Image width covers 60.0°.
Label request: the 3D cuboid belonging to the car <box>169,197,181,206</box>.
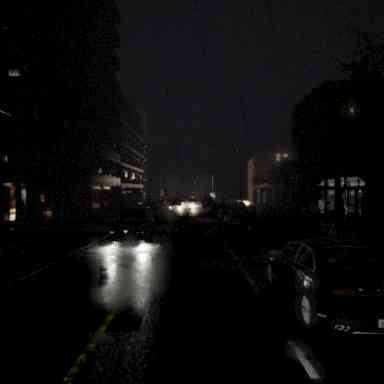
[{"bbox_3d":[-2.960,1.785,60.039,1.882,1.535,5.008,0,0,1],"label":"car"}]

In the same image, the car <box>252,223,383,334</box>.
[{"bbox_3d":[2.691,1.586,6.757,2.008,1.369,4.403,-1,0,0],"label":"car"}]

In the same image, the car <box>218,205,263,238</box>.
[{"bbox_3d":[2.706,1.638,18.112,1.887,1.381,4.507,-1,0,0],"label":"car"}]

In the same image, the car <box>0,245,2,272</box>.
[{"bbox_3d":[-5.691,1.602,6.797,1.947,1.339,4.313,-1,0,0],"label":"car"}]

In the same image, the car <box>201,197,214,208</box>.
[{"bbox_3d":[2.752,1.833,52.177,1.947,1.339,4.313,-1,0,0],"label":"car"}]

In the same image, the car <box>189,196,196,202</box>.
[{"bbox_3d":[0.115,1.822,85.445,2.128,1.511,4.902,0,0,0],"label":"car"}]

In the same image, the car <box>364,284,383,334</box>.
[{"bbox_3d":[2.683,1.572,1.080,1.947,1.339,4.313,-1,0,0],"label":"car"}]

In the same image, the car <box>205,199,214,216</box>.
[{"bbox_3d":[2.729,1.746,35.144,1.947,1.339,4.313,-1,0,0],"label":"car"}]

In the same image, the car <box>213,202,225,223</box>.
[{"bbox_3d":[2.713,1.648,23.960,1.752,1.417,4.829,-1,0,0],"label":"car"}]

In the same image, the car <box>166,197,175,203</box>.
[{"bbox_3d":[-5.583,1.984,86.281,1.887,1.381,4.507,-1,0,0],"label":"car"}]

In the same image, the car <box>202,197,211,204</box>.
[{"bbox_3d":[3.099,1.879,73.254,1.837,1.490,4.892,0,0,0],"label":"car"}]

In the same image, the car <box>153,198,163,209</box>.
[{"bbox_3d":[-5.638,1.679,46.540,1.967,1.590,4.097,-1,0,0],"label":"car"}]

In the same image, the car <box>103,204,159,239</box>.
[{"bbox_3d":[-3.075,1.597,17.868,1.837,1.490,4.892,0,0,0],"label":"car"}]

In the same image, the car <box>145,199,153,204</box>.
[{"bbox_3d":[-5.653,1.621,35.185,1.967,1.590,4.097,-1,0,0],"label":"car"}]

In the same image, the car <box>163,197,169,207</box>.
[{"bbox_3d":[-5.623,1.737,57.894,1.967,1.590,4.097,-1,0,0],"label":"car"}]

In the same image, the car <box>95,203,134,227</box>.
[{"bbox_3d":[-5.667,1.705,23.829,1.802,1.307,4.206,-1,0,0],"label":"car"}]

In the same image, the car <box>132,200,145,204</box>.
[{"bbox_3d":[-5.659,1.718,29.507,1.947,1.339,4.313,-1,0,0],"label":"car"}]
